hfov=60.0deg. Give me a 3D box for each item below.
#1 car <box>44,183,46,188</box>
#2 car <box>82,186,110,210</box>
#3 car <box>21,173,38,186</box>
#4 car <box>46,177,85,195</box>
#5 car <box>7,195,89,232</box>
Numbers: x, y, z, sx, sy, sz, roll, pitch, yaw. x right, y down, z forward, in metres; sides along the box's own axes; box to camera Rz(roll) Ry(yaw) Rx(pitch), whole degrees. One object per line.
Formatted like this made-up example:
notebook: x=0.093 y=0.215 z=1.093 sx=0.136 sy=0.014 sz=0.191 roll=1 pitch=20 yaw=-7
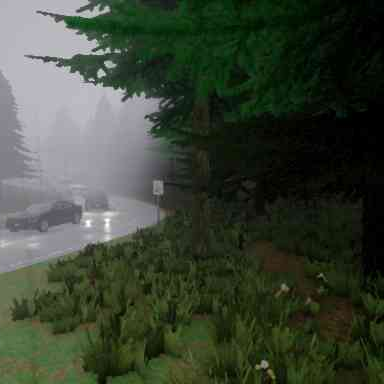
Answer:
car: x=-18.323 y=-0.951 z=45.380 sx=4.892 sy=1.490 sz=1.837 roll=6 pitch=4 yaw=38
car: x=-8.318 y=0.651 z=28.895 sx=1.837 sy=1.490 sz=4.892 roll=0 pitch=5 yaw=-19
car: x=-25.641 y=-2.127 z=52.452 sx=2.150 sy=2.045 sz=5.566 roll=0 pitch=5 yaw=-30
car: x=-13.934 y=-0.564 z=37.849 sx=5.566 sy=2.045 sz=2.150 roll=7 pitch=5 yaw=40
car: x=-8.122 y=1.226 z=18.789 sx=1.882 sy=1.535 sz=5.008 roll=0 pitch=2 yaw=12
